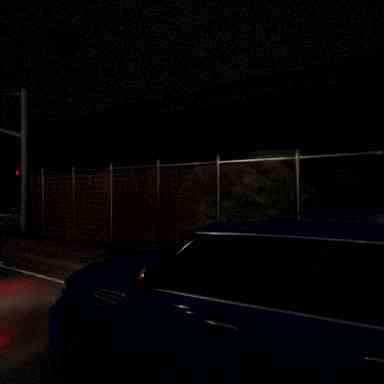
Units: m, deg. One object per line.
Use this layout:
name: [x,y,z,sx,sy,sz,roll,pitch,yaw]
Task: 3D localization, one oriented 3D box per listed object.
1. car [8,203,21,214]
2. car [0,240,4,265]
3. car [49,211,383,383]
car: [-17.234,1.560,36.007,1.837,1.490,4.892,0,0,35]
car: [-7.110,1.492,9.063,4.902,1.511,2.128,0,0,33]
car: [0.904,1.221,3.346,5.566,2.045,2.150,0,0,35]
